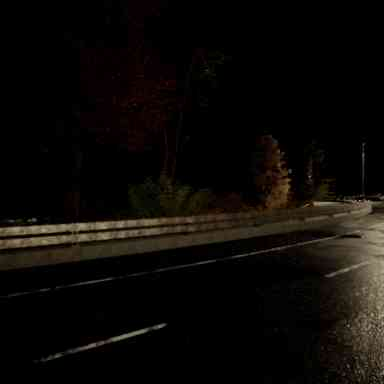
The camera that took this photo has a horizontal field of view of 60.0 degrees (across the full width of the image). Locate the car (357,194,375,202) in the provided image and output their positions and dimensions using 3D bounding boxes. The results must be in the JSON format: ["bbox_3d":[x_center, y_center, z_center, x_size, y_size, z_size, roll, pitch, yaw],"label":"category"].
[{"bbox_3d":[39.468,1.535,76.668,2.128,1.511,4.902,0,0,6],"label":"car"}]

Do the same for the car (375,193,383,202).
[{"bbox_3d":[42.930,1.216,76.176,2.150,2.045,5.566,0,0,6],"label":"car"}]
